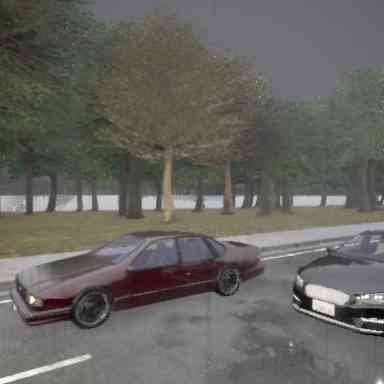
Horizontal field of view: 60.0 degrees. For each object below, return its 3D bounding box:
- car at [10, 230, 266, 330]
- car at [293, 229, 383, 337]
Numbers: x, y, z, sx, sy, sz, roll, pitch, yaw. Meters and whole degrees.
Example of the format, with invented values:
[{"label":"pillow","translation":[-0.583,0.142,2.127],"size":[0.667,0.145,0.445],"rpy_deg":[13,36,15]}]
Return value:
[{"label":"car","translation":[-0.787,1.562,7.118],"size":[5.357,1.411,2.033],"rpy_deg":[0,0,-35]},{"label":"car","translation":[4.017,1.524,6.559],"size":[4.902,1.511,2.128],"rpy_deg":[0,0,-36]}]
